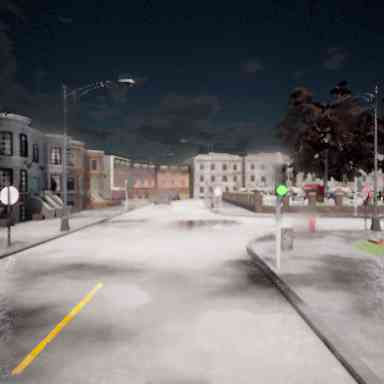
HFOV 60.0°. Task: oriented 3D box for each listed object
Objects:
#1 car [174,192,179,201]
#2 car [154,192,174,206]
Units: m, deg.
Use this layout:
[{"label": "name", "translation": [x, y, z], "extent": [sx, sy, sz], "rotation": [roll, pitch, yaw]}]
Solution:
[{"label": "car", "translation": [-3.877, 0.819, 63.635], "extent": [2.097, 1.767, 4.553], "rotation": [0, 0, 10]}, {"label": "car", "translation": [-4.103, 0.968, 46.305], "extent": [2.097, 1.767, 4.553], "rotation": [0, 0, 0]}]
